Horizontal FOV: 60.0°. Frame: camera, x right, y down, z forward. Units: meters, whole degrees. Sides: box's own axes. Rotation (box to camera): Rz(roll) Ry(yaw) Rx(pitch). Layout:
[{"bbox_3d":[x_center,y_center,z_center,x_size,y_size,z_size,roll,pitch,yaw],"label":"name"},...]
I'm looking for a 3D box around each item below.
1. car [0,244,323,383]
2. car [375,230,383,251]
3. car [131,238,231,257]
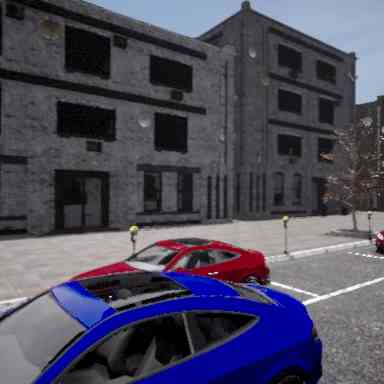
[{"bbox_3d":[-0.774,1.526,2.811,4.674,1.442,1.812,0,0,-35],"label":"car"},{"bbox_3d":[8.738,1.579,12.775,4.206,1.307,1.802,0,1,-35],"label":"car"},{"bbox_3d":[-0.274,1.581,6.352,4.206,1.307,1.802,0,1,-35],"label":"car"}]
